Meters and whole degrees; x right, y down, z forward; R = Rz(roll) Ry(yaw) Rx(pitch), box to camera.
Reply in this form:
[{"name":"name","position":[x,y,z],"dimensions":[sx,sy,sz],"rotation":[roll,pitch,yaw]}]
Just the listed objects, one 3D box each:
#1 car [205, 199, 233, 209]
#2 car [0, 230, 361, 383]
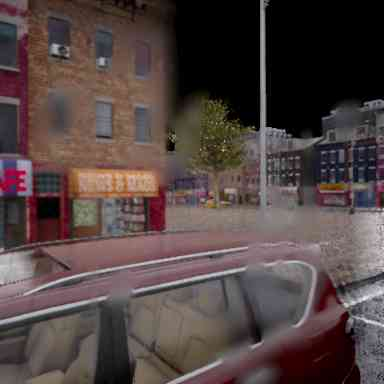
[{"name":"car","position":[4.050,1.771,50.397],"dimensions":[1.882,1.535,5.008],"rotation":[-1,-1,-35]},{"name":"car","position":[-0.900,1.312,2.172],"dimensions":[5.009,1.841,2.192],"rotation":[0,0,-36]}]
